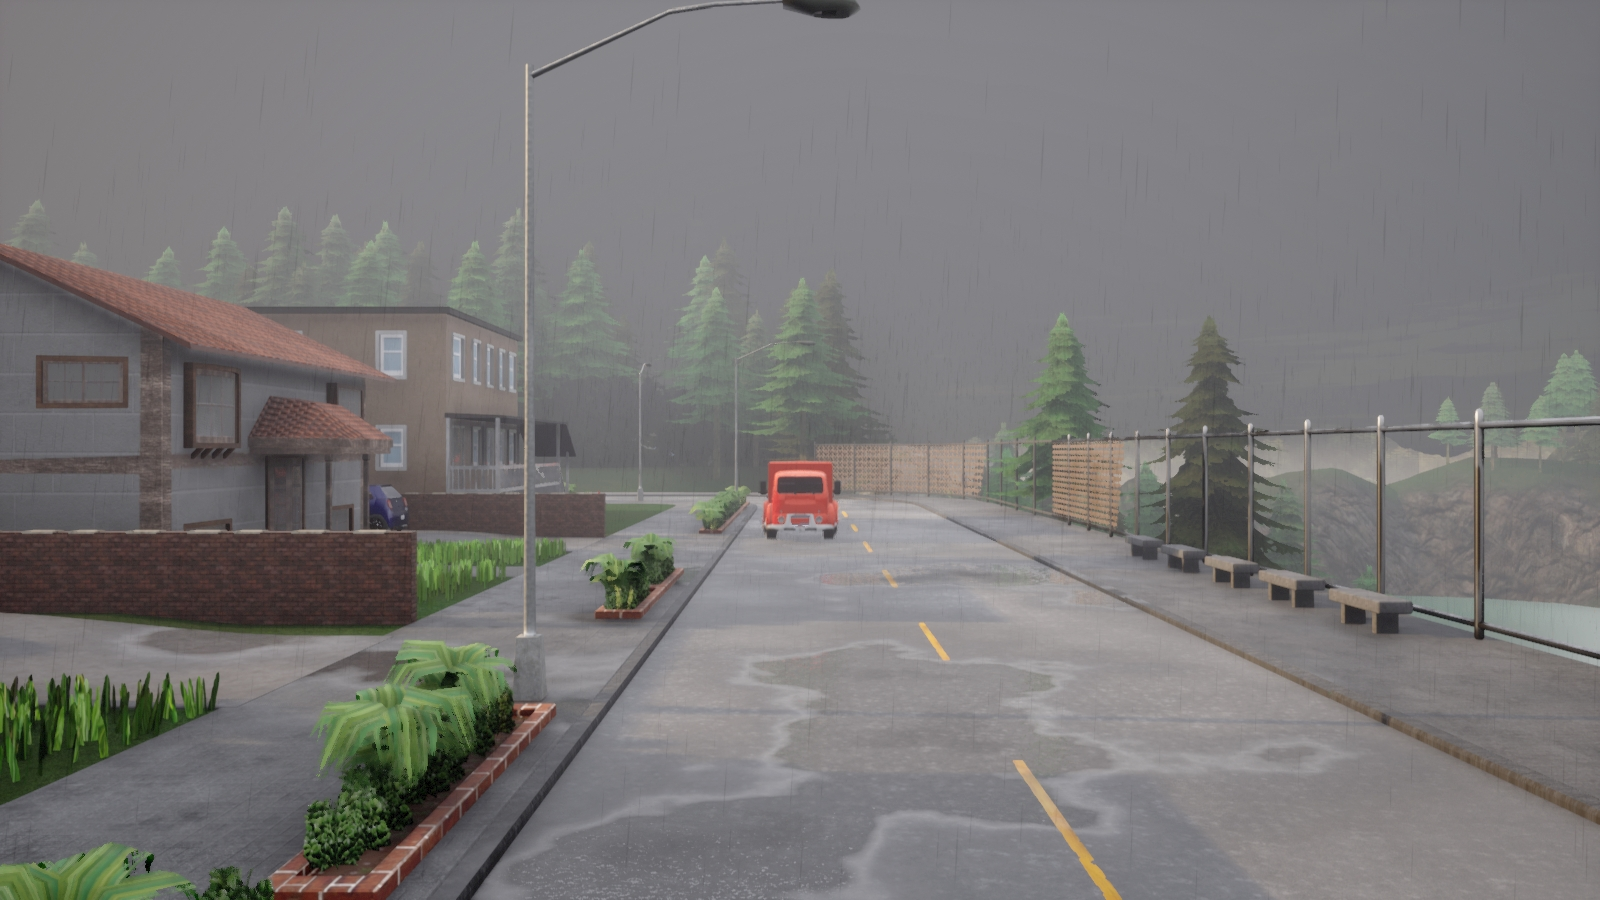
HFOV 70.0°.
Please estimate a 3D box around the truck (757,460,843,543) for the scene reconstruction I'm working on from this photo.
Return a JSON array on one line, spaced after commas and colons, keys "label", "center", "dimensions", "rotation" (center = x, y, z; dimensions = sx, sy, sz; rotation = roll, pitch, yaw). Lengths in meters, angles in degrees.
[{"label": "truck", "center": [0.013, 1.592, 37.334], "dimensions": [2.627, 2.467, 5.204], "rotation": [0, 0, 0]}]
